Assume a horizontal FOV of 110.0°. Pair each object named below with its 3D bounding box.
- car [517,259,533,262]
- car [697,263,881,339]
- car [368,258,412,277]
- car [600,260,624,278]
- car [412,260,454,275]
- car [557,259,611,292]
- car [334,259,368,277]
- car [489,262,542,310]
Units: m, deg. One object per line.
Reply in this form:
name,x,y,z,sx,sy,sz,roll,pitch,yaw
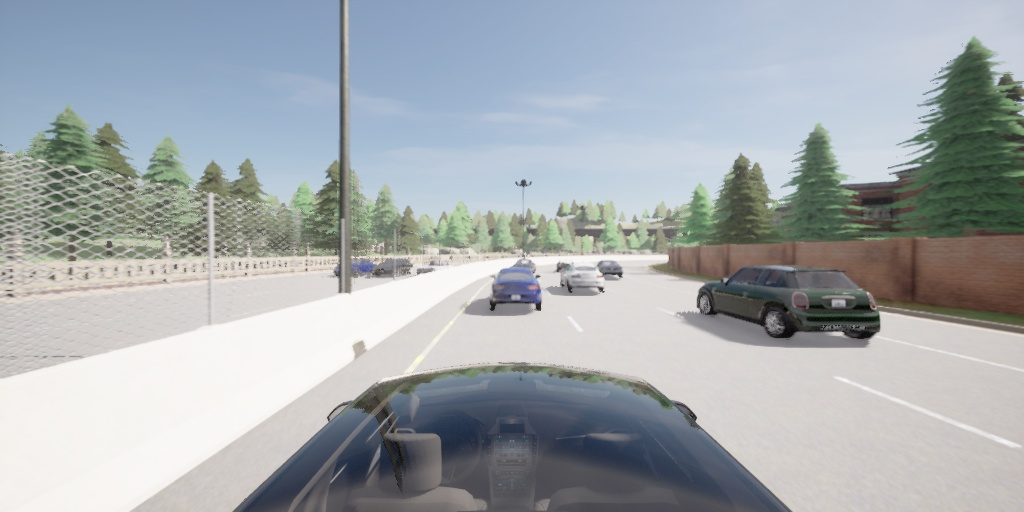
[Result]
car,1.198,0.976,32.538,2.033,1.411,5.357,0,1,8
car,7.124,1.027,9.937,2.097,1.767,4.553,0,1,0
car,-9.838,0.948,30.291,1.837,1.490,4.892,0,0,6
car,7.842,1.019,29.446,2.033,1.411,5.357,0,1,7
car,-6.351,1.044,30.002,1.895,1.301,4.718,0,1,6
car,3.717,1.096,19.365,1.812,1.442,4.674,0,1,1
car,-13.304,0.952,30.804,1.812,1.442,4.674,0,0,6
car,0.137,1.148,13.890,1.812,1.442,4.674,0,1,0
